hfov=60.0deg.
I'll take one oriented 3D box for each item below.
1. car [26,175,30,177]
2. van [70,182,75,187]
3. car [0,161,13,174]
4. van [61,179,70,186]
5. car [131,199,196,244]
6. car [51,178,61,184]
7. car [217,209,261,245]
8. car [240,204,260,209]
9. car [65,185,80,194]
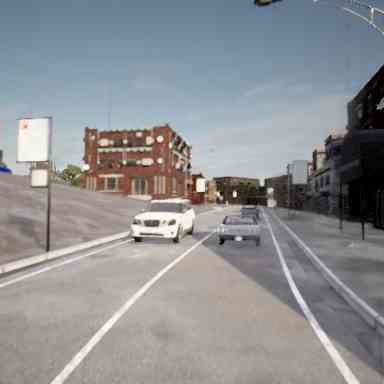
[{"bbox_3d":[-24.423,-1.903,51.423,2.002,1.452,4.674,1,-3,-2],"label":"car"},{"bbox_3d":[-25.685,-1.109,68.110,1.878,1.987,4.442,1,-4,-5],"label":"van"},{"bbox_3d":[-24.106,-2.786,40.413,2.435,2.045,5.566,0,-3,0],"label":"car"},{"bbox_3d":[-25.146,-1.480,62.610,1.878,1.987,4.442,1,-4,-4],"label":"van"},{"bbox_3d":[-1.247,1.374,17.078,2.150,2.045,5.566,0,-1,11],"label":"car"},{"bbox_3d":[-24.740,-1.574,56.947,2.002,1.452,4.674,1,-4,-4],"label":"car"},{"bbox_3d":[2.435,1.754,16.540,1.895,1.301,4.718,0,-1,11],"label":"car"},{"bbox_3d":[6.021,2.032,34.679,2.128,1.511,4.902,0,-1,11],"label":"car"},{"bbox_3d":[-26.314,-0.475,73.503,2.163,1.488,4.792,1,-4,-6],"label":"car"}]
